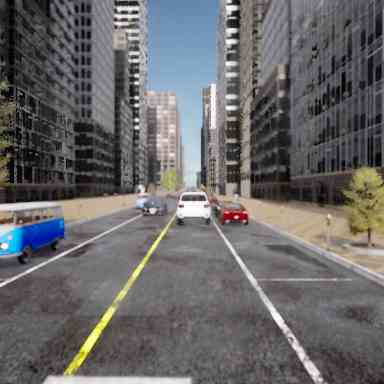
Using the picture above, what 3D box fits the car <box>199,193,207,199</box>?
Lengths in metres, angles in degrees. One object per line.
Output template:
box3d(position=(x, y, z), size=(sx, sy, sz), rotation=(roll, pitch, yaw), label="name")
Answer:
box3d(position=(2.718, 0.920, 84.823), size=(1.887, 1.381, 4.507), rotation=(0, 0, 0), label="car")

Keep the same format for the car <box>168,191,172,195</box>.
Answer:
box3d(position=(-5.662, 0.941, 84.827), size=(1.947, 1.339, 4.313), rotation=(0, 0, 0), label="car")

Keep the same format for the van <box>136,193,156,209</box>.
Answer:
box3d(position=(-5.678, 1.066, 39.481), size=(1.690, 1.788, 3.998), rotation=(0, 0, 0), label="van")

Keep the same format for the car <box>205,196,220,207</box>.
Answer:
box3d(position=(2.705, 1.265, 45.147), size=(1.802, 1.307, 4.206), rotation=(0, 0, 0), label="car")

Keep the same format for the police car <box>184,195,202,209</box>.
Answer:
box3d(position=(0.115, 1.213, 41.431), size=(2.038, 1.542, 4.974), rotation=(0, 0, 0), label="police car")

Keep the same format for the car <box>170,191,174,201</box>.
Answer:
box3d(position=(-2.976, 1.093, 69.013), size=(1.895, 1.301, 4.718), rotation=(0, 0, 0), label="car")

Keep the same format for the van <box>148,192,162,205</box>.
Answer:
box3d(position=(-5.674, 0.981, 50.817), size=(1.690, 1.788, 3.998), rotation=(0, 0, 0), label="van")

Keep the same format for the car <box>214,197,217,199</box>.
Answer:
box3d(position=(2.699, 1.372, 28.143), size=(1.947, 1.339, 4.313), rotation=(0, 0, 0), label="car")

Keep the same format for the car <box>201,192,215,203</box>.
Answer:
box3d(position=(2.709, 0.912, 56.481), size=(2.192, 1.841, 5.009), rotation=(0, 0, 0), label="car")

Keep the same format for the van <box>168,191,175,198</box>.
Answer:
box3d(position=(-5.660, 0.672, 90.493), size=(1.690, 1.788, 3.998), rotation=(0, 0, 0), label="van")

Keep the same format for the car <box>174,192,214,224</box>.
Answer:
box3d(position=(0.111, 1.057, 23.286), size=(2.150, 2.045, 5.566), rotation=(0, 0, 0), label="car")

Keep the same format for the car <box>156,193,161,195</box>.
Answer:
box3d(position=(-5.675, 0.998, 45.148), size=(2.192, 1.841, 5.009), rotation=(0, 0, 0), label="car")

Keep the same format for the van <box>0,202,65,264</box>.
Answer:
box3d(position=(-5.688, 1.264, 11.140), size=(1.690, 1.788, 3.998), rotation=(0, 0, 0), label="van")

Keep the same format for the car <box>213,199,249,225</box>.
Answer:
box3d(position=(2.697, 1.391, 22.475), size=(1.887, 1.381, 4.507), rotation=(0, 0, 0), label="car")

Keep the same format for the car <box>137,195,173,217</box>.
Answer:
box3d(position=(-3.088, 1.294, 28.710), size=(2.128, 1.511, 4.902), rotation=(0, 0, 0), label="car")
